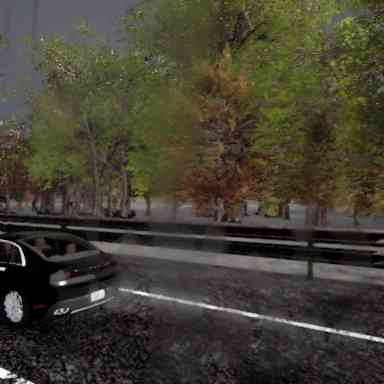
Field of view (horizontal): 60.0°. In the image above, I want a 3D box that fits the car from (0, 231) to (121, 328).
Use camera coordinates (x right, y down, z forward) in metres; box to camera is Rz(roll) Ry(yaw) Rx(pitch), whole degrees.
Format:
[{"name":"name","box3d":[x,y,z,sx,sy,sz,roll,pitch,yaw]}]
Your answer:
[{"name":"car","box3d":[-3.700,1.610,7.138,4.892,1.490,1.837,-1,-1,32]}]
